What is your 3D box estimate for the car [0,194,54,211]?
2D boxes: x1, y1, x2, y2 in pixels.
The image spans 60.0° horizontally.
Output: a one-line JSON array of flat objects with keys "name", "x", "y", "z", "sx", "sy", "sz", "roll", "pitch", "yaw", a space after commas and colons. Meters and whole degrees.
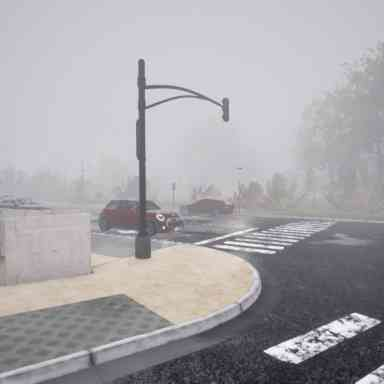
[{"name": "car", "x": -11.332, "y": 1.117, "z": 22.366, "sx": 4.902, "sy": 1.511, "sz": 2.128, "roll": 1, "pitch": 1, "yaw": 31}]

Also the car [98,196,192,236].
[{"name": "car", "x": -2.604, "y": 1.135, "z": 16.943, "sx": 4.553, "sy": 1.767, "sz": 2.097, "roll": 1, "pitch": 1, "yaw": 32}]

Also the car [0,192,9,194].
[{"name": "car", "x": -24.155, "y": 0.719, "z": 41.228, "sx": 4.902, "sy": 1.511, "sz": 2.128, "roll": 1, "pitch": 1, "yaw": 29}]

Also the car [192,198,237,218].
[{"name": "car", "x": 1.234, "y": 1.193, "z": 26.296, "sx": 4.674, "sy": 1.442, "sz": 1.812, "roll": 1, "pitch": 1, "yaw": 32}]
